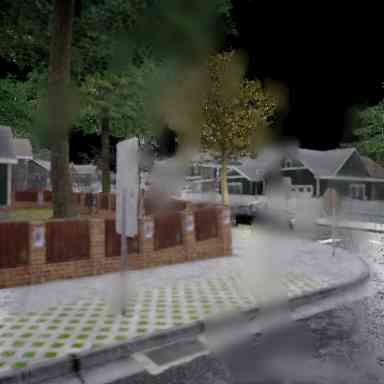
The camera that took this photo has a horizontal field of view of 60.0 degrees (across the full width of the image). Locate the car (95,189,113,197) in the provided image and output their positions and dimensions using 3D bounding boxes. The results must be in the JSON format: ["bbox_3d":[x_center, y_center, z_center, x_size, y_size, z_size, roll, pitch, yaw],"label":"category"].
[{"bbox_3d":[-16.641,0.164,63.273,2.128,1.511,4.902,0,2,-1],"label":"car"}]

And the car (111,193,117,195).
[{"bbox_3d":[-7.343,0.948,35.424,1.812,1.442,4.674,1,1,-33],"label":"car"}]

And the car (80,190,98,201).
[{"bbox_3d":[-15.616,0.614,48.215,1.994,1.385,4.181,1,1,-31],"label":"car"}]

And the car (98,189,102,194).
[{"bbox_3d":[-14.544,0.487,52.790,1.837,1.490,4.892,0,2,-26],"label":"car"}]

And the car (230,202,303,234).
[{"bbox_3d":[3.831,1.317,18.392,2.128,1.511,4.902,1,1,-33],"label":"car"}]

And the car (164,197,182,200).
[{"bbox_3d":[-1.530,1.167,26.567,1.812,1.442,4.674,1,1,-34],"label":"car"}]
